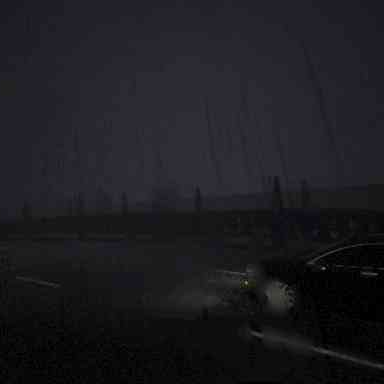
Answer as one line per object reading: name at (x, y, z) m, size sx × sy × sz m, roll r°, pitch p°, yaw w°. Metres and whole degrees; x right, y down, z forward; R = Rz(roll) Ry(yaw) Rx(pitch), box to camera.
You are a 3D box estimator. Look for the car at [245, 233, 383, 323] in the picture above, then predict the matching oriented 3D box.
car at (3.329, 1.499, 5.917) m, size 4.892 × 1.490 × 1.837 m, roll -1°, pitch 0°, yaw 36°
